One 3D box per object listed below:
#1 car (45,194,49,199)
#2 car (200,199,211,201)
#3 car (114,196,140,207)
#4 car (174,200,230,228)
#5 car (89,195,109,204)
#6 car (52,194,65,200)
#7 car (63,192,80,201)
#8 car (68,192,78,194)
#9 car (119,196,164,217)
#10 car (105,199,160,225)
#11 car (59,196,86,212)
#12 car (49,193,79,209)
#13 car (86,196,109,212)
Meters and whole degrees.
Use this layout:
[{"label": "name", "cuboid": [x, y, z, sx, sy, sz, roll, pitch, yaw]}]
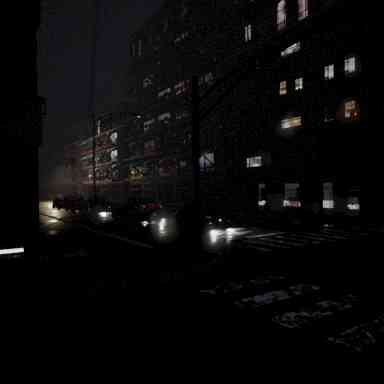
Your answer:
[{"label": "car", "cuboid": [-34.832, 1.076, 83.389, 1.752, 1.417, 4.829, -1, 1, -35]}, {"label": "car", "cuboid": [0.788, 1.360, 31.821, 1.887, 1.381, 4.507, -1, 1, -35]}, {"label": "car", "cuboid": [-9.058, 1.267, 45.942, 1.752, 1.417, 4.829, -1, 1, -35]}, {"label": "car", "cuboid": [0.585, 1.508, 21.720, 1.994, 1.385, 4.181, -1, 1, -34]}, {"label": "car", "cuboid": [-15.501, 1.217, 55.303, 1.752, 1.417, 4.829, -1, 1, -35]}, {"label": "car", "cuboid": [-31.514, 1.125, 78.568, 2.008, 1.369, 4.403, -1, 1, -35]}, {"label": "car", "cuboid": [-25.072, 0.936, 69.204, 2.192, 1.841, 5.009, -1, 1, -35]}, {"label": "car", "cuboid": [-19.807, 1.210, 56.810, 2.128, 1.511, 4.902, -1, 1, -35]}, {"label": "car", "cuboid": [-4.310, 1.258, 28.825, 2.097, 1.767, 4.553, -1, 1, -35]}, {"label": "car", "cuboid": [-4.406, 1.510, 24.178, 1.887, 1.381, 4.507, -1, 1, -35]}, {"label": "car", "cuboid": [-12.640, 1.449, 36.369, 2.008, 1.369, 4.403, -1, 1, -35]}, {"label": "car", "cuboid": [-15.862, 1.313, 41.049, 1.967, 1.590, 4.097, -1, 1, -35]}, {"label": "car", "cuboid": [-9.906, 1.426, 36.971, 1.994, 1.385, 4.181, -1, 1, -35]}]
